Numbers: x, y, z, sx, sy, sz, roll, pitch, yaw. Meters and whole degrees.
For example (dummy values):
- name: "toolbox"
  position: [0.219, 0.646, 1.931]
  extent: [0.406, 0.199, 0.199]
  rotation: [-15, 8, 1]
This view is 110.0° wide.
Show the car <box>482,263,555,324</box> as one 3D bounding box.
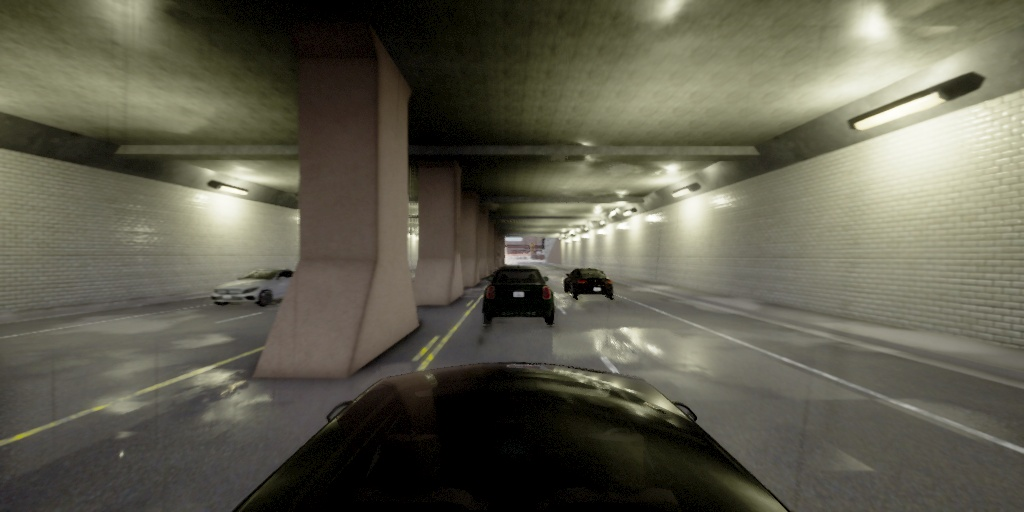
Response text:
- name: "car"
  position: [0.202, 1.103, 12.196]
  extent: [2.097, 1.767, 4.553]
  rotation: [0, 0, 0]

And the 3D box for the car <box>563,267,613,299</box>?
- name: "car"
  position: [3.733, 1.287, 17.951]
  extent: [1.812, 1.442, 4.674]
  rotation: [0, 0, 0]

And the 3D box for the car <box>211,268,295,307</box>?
- name: "car"
  position: [-10.481, 1.246, 15.552]
  extent: [1.812, 1.442, 4.674]
  rotation: [0, 0, 1]
